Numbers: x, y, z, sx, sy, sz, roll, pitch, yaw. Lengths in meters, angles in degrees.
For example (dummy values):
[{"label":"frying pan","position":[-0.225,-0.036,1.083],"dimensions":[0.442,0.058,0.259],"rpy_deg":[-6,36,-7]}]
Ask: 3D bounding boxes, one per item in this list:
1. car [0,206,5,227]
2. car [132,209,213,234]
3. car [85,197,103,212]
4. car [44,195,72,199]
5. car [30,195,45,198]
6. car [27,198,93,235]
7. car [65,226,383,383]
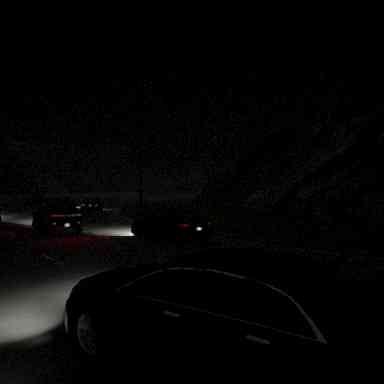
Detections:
[{"label":"car","position":[-12.271,1.248,19.617],"dimensions":[2.128,1.511,4.902],"rpy_deg":[0,0,-28]},{"label":"car","position":[-1.014,1.456,15.129],"dimensions":[1.994,1.385,4.181],"rpy_deg":[0,1,-41]},{"label":"car","position":[-9.859,1.239,32.974],"dimensions":[2.033,1.411,5.357],"rpy_deg":[0,0,-12]},{"label":"car","position":[-13.887,1.180,36.143],"dimensions":[2.033,1.411,5.357],"rpy_deg":[0,0,-6]},{"label":"car","position":[-21.181,1.058,46.828],"dimensions":[1.994,1.385,4.181],"rpy_deg":[1,0,10]},{"label":"car","position":[-7.226,1.308,17.735],"dimensions":[2.128,1.511,4.902],"rpy_deg":[0,1,-33]},{"label":"car","position":[0.358,1.484,4.125],"dimensions":[4.892,1.490,1.837],"rpy_deg":[1,1,38]}]
